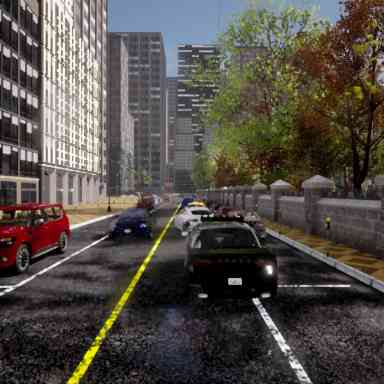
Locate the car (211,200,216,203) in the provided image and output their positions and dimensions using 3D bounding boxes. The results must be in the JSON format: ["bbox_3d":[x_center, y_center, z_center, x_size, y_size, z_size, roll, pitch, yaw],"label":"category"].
[{"bbox_3d":[2.270,1.561,27.274,1.947,1.339,4.313,0,0,-1],"label":"car"}]

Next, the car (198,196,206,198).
[{"bbox_3d":[1.998,1.568,49.471,1.802,1.307,4.206,0,0,-1],"label":"car"}]

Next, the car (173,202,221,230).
[{"bbox_3d":[0.169,1.523,18.317,1.812,1.442,4.674,0,0,-13],"label":"car"}]

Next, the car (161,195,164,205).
[{"bbox_3d":[-6.095,1.564,55.005,1.802,1.307,4.206,0,0,-1],"label":"car"}]

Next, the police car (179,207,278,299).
[{"bbox_3d":[0.756,1.424,8.636,1.930,1.638,5.238,0,0,-1],"label":"police car"}]

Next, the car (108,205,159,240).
[{"bbox_3d":[-2.919,1.561,16.966,1.994,1.385,4.181,0,0,-1],"label":"car"}]

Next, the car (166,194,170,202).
[{"bbox_3d":[-6.222,1.282,77.168,2.192,1.841,5.009,0,0,-1],"label":"car"}]

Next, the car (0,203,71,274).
[{"bbox_3d":[-5.553,1.314,10.677,2.192,1.841,5.009,0,0,-1],"label":"car"}]

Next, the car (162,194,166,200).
[{"bbox_3d":[-6.161,1.504,60.375,1.752,1.417,4.829,0,0,-1],"label":"car"}]

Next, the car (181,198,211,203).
[{"bbox_3d":[0.310,1.452,24.749,1.801,1.575,5.366,0,0,4],"label":"car"}]

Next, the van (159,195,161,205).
[{"bbox_3d":[-6.027,1.327,49.464,1.690,1.788,3.998,0,0,-1],"label":"van"}]

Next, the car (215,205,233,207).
[{"bbox_3d":[2.407,1.548,16.175,2.008,1.369,4.403,0,0,-1],"label":"car"}]

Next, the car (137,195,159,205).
[{"bbox_3d":[-5.960,1.304,43.923,2.192,1.841,5.009,0,0,-1],"label":"car"}]

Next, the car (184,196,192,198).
[{"bbox_3d":[-0.488,1.465,45.846,1.882,1.535,5.008,0,0,0],"label":"car"}]

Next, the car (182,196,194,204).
[{"bbox_3d":[-0.742,1.467,63.919,2.128,1.511,4.902,0,0,-1],"label":"car"}]

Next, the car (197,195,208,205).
[{"bbox_3d":[1.862,1.418,60.570,1.967,1.590,4.097,0,0,-1],"label":"car"}]

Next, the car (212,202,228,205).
[{"bbox_3d":[2.339,1.578,21.724,1.802,1.307,4.206,0,0,-1],"label":"car"}]
